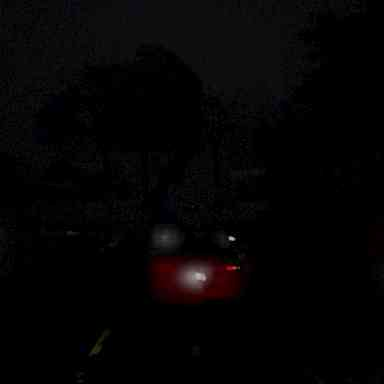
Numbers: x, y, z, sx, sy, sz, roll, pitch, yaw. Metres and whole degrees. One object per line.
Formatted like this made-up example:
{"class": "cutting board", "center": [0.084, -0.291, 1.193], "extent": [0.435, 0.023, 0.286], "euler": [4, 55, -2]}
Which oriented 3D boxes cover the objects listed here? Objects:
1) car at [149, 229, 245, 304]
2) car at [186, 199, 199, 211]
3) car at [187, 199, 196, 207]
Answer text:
{"class": "car", "center": [0.161, 1.613, 8.349], "extent": [1.994, 1.385, 4.181], "euler": [0, 0, 2]}
{"class": "car", "center": [0.072, 2.033, 48.513], "extent": [1.994, 1.385, 4.181], "euler": [0, -1, 0]}
{"class": "car", "center": [-0.034, 2.359, 71.291], "extent": [1.837, 1.490, 4.892], "euler": [0, -1, 0]}
